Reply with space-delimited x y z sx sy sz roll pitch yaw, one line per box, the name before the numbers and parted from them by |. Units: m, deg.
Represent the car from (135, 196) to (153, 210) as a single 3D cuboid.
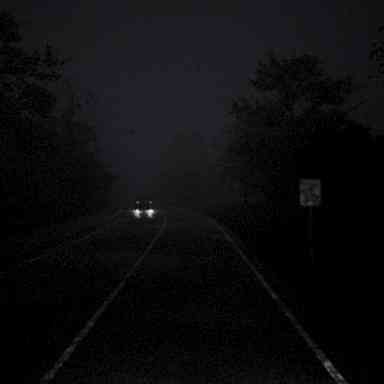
car | -6.172 1.258 42.233 2.097 1.767 4.553 1 0 -12
